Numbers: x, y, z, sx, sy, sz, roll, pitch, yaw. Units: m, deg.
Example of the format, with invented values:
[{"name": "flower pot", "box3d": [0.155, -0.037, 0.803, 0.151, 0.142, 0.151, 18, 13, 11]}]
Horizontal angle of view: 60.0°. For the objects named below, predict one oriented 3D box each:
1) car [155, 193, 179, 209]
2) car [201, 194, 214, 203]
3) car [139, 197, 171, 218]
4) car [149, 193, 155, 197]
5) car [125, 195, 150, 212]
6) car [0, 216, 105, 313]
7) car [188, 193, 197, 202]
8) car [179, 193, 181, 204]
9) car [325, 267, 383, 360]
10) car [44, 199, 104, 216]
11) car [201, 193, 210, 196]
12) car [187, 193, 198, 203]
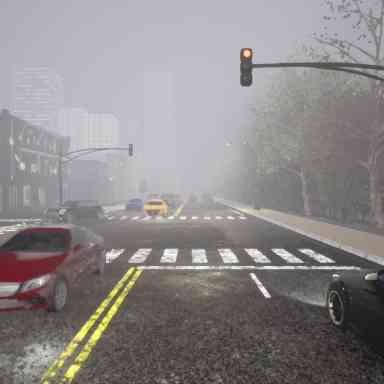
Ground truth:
[{"name": "car", "box3d": [-3.312, 1.204, 44.968, 2.150, 2.045, 5.566, 0, 0, 0]}, {"name": "car", "box3d": [3.408, 1.576, 66.883, 1.895, 1.301, 4.718, 0, 0, 0]}, {"name": "car", "box3d": [-3.322, 1.469, 30.570, 1.882, 1.535, 5.008, 0, 0, 0]}, {"name": "car", "box3d": [-6.540, 1.194, 57.431, 2.150, 2.045, 5.566, 0, 1, 0]}, {"name": "car", "box3d": [-6.566, 1.466, 39.228, 1.882, 1.535, 5.008, 0, 0, 0]}, {"name": "car", "box3d": [-3.344, 1.524, 7.772, 1.812, 1.442, 4.674, 0, 0, 0]}, {"name": "car", "box3d": [0.067, 1.194, 78.115, 2.150, 2.045, 5.566, 0, 0, 0]}, {"name": "car", "box3d": [-3.236, 1.199, 63.818, 2.150, 2.045, 5.566, 0, 0, 1]}, {"name": "car", "box3d": [3.353, 1.563, 4.245, 1.994, 1.385, 4.181, 0, 0, 0]}, {"name": "car", "box3d": [-8.730, 1.354, 24.852, 2.097, 1.767, 4.553, -1, 0, 27]}, {"name": "car", "box3d": [3.315, 1.195, 76.863, 2.150, 2.045, 5.566, 0, 0, 0]}, {"name": "car", "box3d": [0.159, 1.452, 67.922, 1.882, 1.535, 5.008, 0, 0, 0]}]
